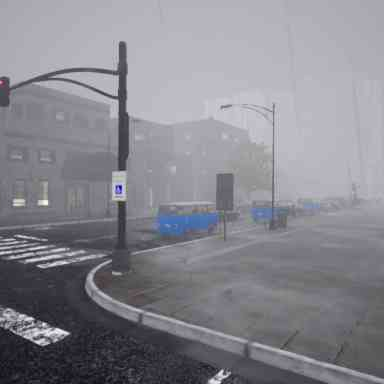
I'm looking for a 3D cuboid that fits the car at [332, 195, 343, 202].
[{"bbox_3d":[37.504,1.713,85.736,1.967,1.590,4.097,0,0,35],"label":"car"}]

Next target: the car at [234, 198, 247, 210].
[{"bbox_3d":[5.745,1.507,40.568,1.967,1.590,4.097,0,0,35],"label":"car"}]

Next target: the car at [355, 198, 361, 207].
[{"bbox_3d":[25.295,1.517,53.801,2.192,1.841,5.009,0,0,35],"label":"car"}]

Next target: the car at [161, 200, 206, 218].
[{"bbox_3d":[-0.706,1.558,31.394,1.752,1.417,4.829,0,0,35],"label":"car"}]

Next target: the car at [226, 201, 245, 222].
[{"bbox_3d":[1.962,1.629,25.156,1.994,1.385,4.181,1,0,35],"label":"car"}]

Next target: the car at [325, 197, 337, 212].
[{"bbox_3d":[15.863,1.671,40.389,1.752,1.417,4.829,0,0,35],"label":"car"}]

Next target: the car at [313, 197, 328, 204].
[{"bbox_3d":[27.878,1.729,72.046,1.752,1.417,4.829,0,0,35],"label":"car"}]

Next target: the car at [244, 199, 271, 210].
[{"bbox_3d":[8.920,1.629,45.085,1.887,1.381,4.507,0,0,35],"label":"car"}]

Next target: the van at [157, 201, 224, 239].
[{"bbox_3d":[-0.115,1.407,17.665,1.690,1.788,3.998,0,0,35],"label":"van"}]

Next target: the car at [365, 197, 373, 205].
[{"bbox_3d":[34.821,1.810,67.351,1.887,1.381,4.507,0,0,35],"label":"car"}]

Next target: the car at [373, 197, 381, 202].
[{"bbox_3d":[44.350,1.900,80.901,1.947,1.339,4.313,0,0,35],"label":"car"}]

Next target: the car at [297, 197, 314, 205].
[{"bbox_3d":[21.624,1.706,63.152,1.887,1.381,4.507,0,0,35],"label":"car"}]

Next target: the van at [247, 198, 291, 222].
[{"bbox_3d":[6.237,1.436,26.699,1.690,1.788,3.998,0,0,35],"label":"van"}]

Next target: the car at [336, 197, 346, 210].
[{"bbox_3d":[18.940,1.729,44.766,1.947,1.339,4.313,0,0,35],"label":"car"}]

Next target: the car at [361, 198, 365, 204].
[{"bbox_3d":[28.567,1.748,58.456,1.752,1.417,4.829,0,0,35],"label":"car"}]

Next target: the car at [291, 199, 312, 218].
[{"bbox_3d":[9.412,1.656,31.215,1.887,1.381,4.507,0,0,35],"label":"car"}]

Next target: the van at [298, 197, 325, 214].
[{"bbox_3d":[12.590,1.469,35.732,1.690,1.788,3.998,0,0,35],"label":"van"}]

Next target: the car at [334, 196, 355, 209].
[{"bbox_3d":[22.118,1.497,49.284,2.192,1.841,5.009,0,0,35],"label":"car"}]

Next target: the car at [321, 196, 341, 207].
[{"bbox_3d":[22.967,1.534,54.986,2.097,1.767,4.553,1,0,35],"label":"car"}]

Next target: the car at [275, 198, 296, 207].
[{"bbox_3d":[15.272,1.666,54.118,1.887,1.381,4.507,0,0,35],"label":"car"}]

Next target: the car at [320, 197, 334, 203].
[{"bbox_3d":[31.152,1.793,76.702,1.947,1.339,4.313,0,0,35],"label":"car"}]
